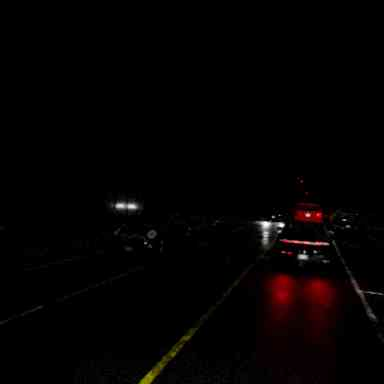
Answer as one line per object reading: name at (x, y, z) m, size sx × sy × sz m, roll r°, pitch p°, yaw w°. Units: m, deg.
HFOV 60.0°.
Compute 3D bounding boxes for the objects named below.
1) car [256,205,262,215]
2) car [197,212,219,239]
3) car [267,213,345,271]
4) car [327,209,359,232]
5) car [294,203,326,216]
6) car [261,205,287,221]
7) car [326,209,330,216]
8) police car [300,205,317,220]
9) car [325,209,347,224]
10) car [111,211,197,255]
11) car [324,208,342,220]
car at (9.783, 2.435, 45.093) m, size 1.887 × 1.381 × 4.507 m, roll 2°, pitch -1°, yaw 20°
car at (0.358, 1.800, 18.810) m, size 1.802 × 1.307 × 4.206 m, roll 2°, pitch -1°, yaw 20°
car at (4.180, 1.805, 12.357) m, size 2.128 × 1.511 × 4.902 m, roll 2°, pitch -1°, yaw 20°
car at (12.161, 2.352, 26.436) m, size 2.008 × 1.369 × 4.403 m, roll 2°, pitch -1°, yaw 20°
car at (9.723, 1.933, 27.793) m, size 2.150 × 2.045 × 5.566 m, roll 2°, pitch -1°, yaw 20°
car at (8.706, 2.242, 34.371) m, size 1.837 × 1.490 × 4.892 m, roll 2°, pitch -1°, yaw 20°
car at (14.105, 2.465, 31.852) m, size 1.752 × 1.417 × 4.829 m, roll 2°, pitch -1°, yaw 20°
police car at (14.869, 2.505, 42.458) m, size 1.930 × 1.638 × 5.238 m, roll 2°, pitch -1°, yaw 20°
car at (15.933, 2.635, 36.948) m, size 1.947 × 1.339 × 4.313 m, roll 2°, pitch -1°, yaw 20°
car at (-1.522, 1.522, 13.555) m, size 1.967 × 1.590 × 4.097 m, roll 2°, pitch -1°, yaw 20°
car at (17.818, 2.785, 42.204) m, size 1.802 × 1.307 × 4.206 m, roll 2°, pitch -1°, yaw 20°
